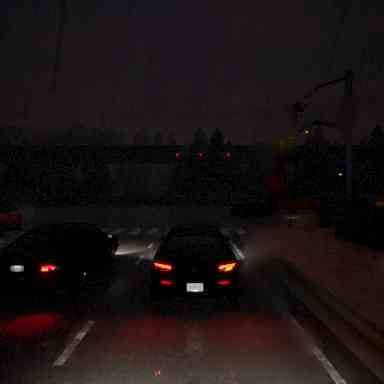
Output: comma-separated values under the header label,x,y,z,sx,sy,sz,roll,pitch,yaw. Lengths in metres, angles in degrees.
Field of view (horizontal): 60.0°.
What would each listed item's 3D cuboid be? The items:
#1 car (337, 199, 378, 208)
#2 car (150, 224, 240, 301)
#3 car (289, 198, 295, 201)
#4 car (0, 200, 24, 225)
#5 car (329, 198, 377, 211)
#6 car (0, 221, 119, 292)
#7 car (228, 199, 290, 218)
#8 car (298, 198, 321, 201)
label,x,y,z,sx,sy,sz,roll,pitch,yaw
car,23.225,1.601,46.793,4.718,1.301,1.895,0,0,0
car,0.071,1.526,8.207,1.812,1.442,4.674,0,0,0
car,14.117,1.526,46.834,4.674,1.442,1.812,0,0,2
car,-10.636,1.352,17.608,2.097,1.767,4.553,0,0,-10
car,16.208,1.525,32.622,4.674,1.442,1.812,0,0,0
car,-3.421,1.547,9.028,2.033,1.411,5.357,0,0,0
car,5.655,1.505,29.183,4.892,1.490,1.837,0,0,0
car,16.916,1.491,43.320,4.902,1.511,2.128,0,0,0
